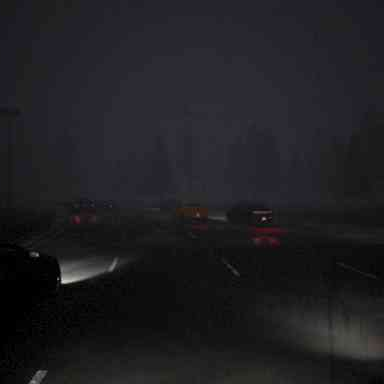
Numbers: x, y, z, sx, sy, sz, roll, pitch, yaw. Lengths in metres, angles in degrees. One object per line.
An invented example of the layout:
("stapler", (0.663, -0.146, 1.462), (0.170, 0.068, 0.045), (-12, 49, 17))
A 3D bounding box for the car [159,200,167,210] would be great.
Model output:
("car", (-2.423, 1.562, 40.125), (1.994, 1.385, 4.181), (0, 0, -30))

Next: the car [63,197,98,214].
("car", (-11.775, 1.353, 35.041), (2.097, 1.767, 4.553), (0, 0, -30))

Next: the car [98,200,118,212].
("car", (-10.112, 1.563, 38.649), (1.994, 1.385, 4.181), (0, 0, -33))

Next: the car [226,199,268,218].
("car", (5.108, 1.477, 31.685), (1.882, 1.535, 5.008), (0, 0, -18))

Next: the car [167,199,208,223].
("car", (-0.285, 1.477, 25.636), (1.882, 1.535, 5.008), (0, 0, -16))

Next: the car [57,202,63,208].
("car", (-16.780, 1.600, 46.130), (4.718, 1.301, 1.895), (0, 0, 39))

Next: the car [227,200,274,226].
("car", (3.944, 1.489, 23.273), (2.128, 1.511, 4.902), (0, 0, -14))

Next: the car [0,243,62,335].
("car", (-3.805, 1.564, 5.807), (1.994, 1.385, 4.181), (0, 0, -4))
